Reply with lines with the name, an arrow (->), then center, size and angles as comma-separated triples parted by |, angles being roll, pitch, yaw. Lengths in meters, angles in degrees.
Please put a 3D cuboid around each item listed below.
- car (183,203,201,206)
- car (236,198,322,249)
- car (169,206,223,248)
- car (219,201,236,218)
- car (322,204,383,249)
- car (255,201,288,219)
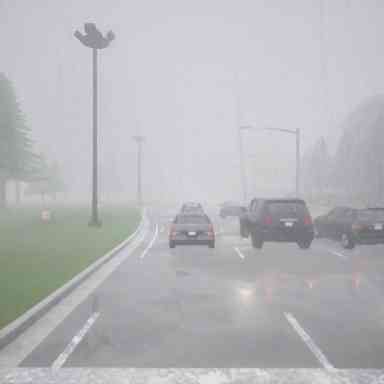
car -> 0.000, 1.614, 29.681 | 1.895, 1.301, 4.718 | 0, 0, 0
car -> 3.500, 1.255, 14.681 | 2.150, 2.045, 5.566 | 0, 0, 0
car -> 0.000, 1.560, 14.651 | 2.033, 1.411, 5.357 | 0, 0, 0
car -> 3.500, 1.530, 29.651 | 1.812, 1.442, 4.674 | 0, 0, 0
car -> 7.000, 1.363, 14.621 | 2.097, 1.767, 4.553 | 0, 0, 0
car -> 7.000, 1.570, 29.651 | 1.994, 1.385, 4.181 | 0, 0, 0
